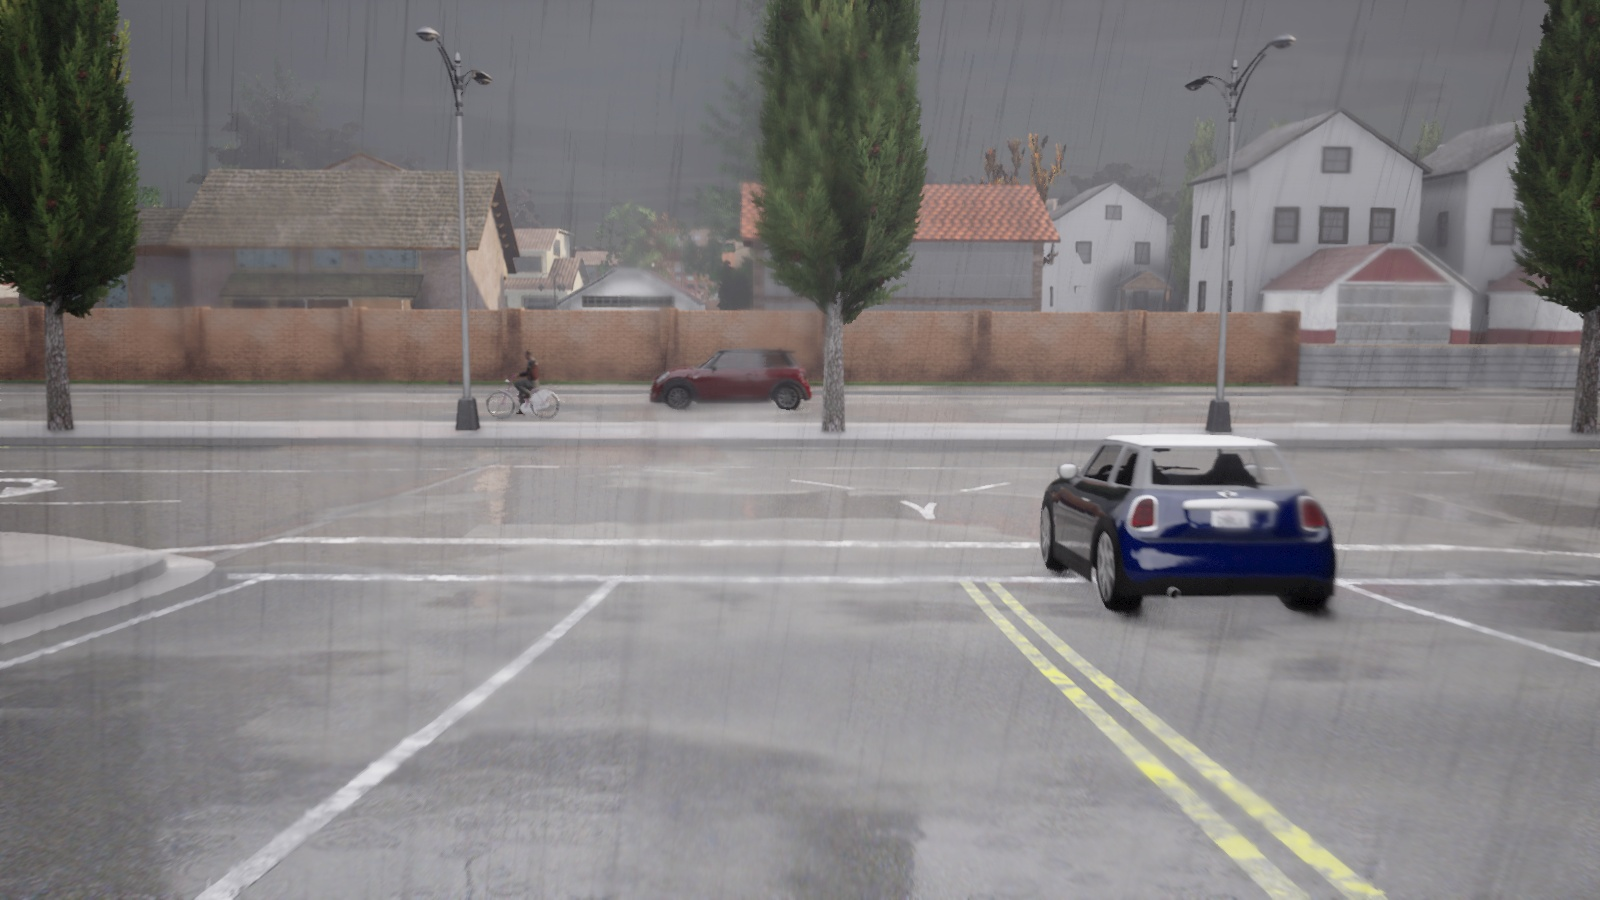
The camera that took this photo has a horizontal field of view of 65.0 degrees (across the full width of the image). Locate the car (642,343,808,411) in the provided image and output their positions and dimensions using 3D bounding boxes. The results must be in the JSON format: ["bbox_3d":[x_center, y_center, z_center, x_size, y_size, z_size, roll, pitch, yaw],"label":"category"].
[{"bbox_3d":[-2.079,-2.094,35.612,4.553,1.767,2.097,0,7,-1],"label":"car"}]

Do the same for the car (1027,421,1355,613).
[{"bbox_3d":[3.498,0.502,12.046,1.970,1.475,3.806,0,2,0],"label":"car"}]

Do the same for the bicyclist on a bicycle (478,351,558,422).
[{"bbox_3d":[-7.172,-1.624,32.028,1.843,1.776,0.659,0,7,-1],"label":"bicyclist on a bicycle"}]
